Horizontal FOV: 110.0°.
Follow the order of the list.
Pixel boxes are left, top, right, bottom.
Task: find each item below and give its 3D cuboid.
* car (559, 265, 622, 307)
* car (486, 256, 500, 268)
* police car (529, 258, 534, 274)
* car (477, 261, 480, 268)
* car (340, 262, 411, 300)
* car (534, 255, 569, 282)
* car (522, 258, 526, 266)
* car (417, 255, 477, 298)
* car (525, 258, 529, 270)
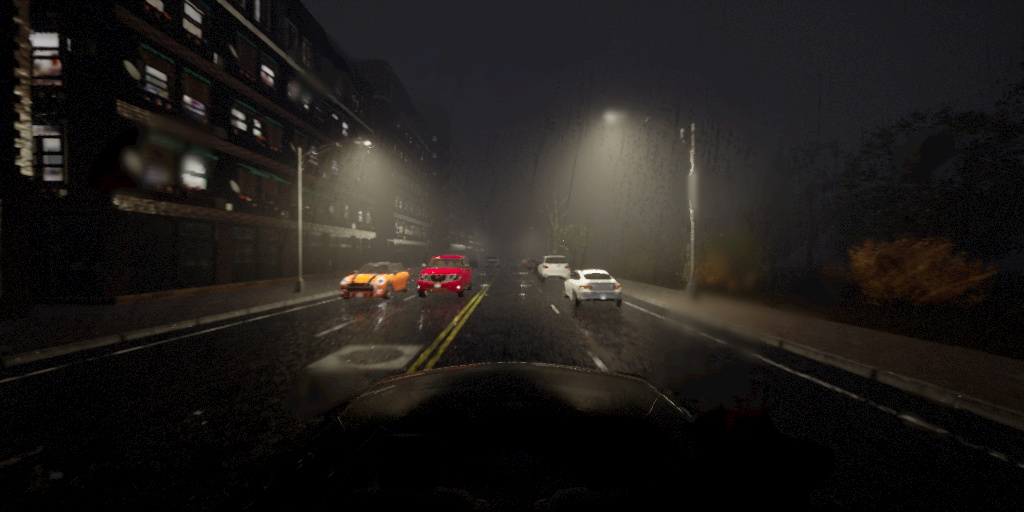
[{"bbox_3d":[3.345,1.276,15.428,1.812,1.442,4.674,0,0,0],"label":"car"},{"bbox_3d":[-3.285,0.989,61.690,2.150,2.045,5.566,0,0,0],"label":"car"},{"bbox_3d":[3.240,1.176,39.799,1.930,1.638,5.238,0,0,0],"label":"police car"},{"bbox_3d":[-6.537,1.317,60.320,1.994,1.385,4.181,0,0,0],"label":"car"},{"bbox_3d":[-6.594,1.101,17.765,2.097,1.767,4.553,0,0,0],"label":"car"},{"bbox_3d":[3.243,0.972,28.718,2.150,2.045,5.566,0,0,0],"label":"car"},{"bbox_3d":[3.233,1.208,61.880,1.801,1.575,5.366,0,0,0],"label":"car"},{"bbox_3d":[-3.349,0.970,18.872,2.150,2.045,5.566,0,0,0],"label":"car"},{"bbox_3d":[3.237,1.277,50.690,1.812,1.442,4.674,0,0,0],"label":"car"}]
